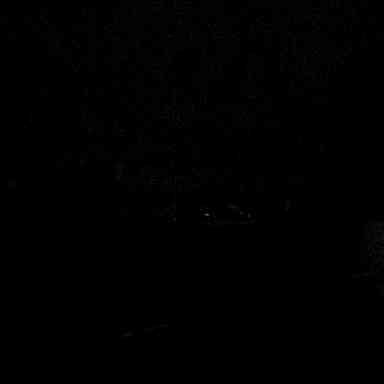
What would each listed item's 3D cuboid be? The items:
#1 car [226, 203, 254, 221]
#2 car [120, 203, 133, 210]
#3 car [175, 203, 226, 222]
[{"bbox_3d":[3.402,1.773,30.047,1.812,1.442,4.674,1,0,-39],"label":"car"},{"bbox_3d":[-9.934,1.757,46.674,1.812,1.442,4.674,1,0,-38],"label":"car"},{"bbox_3d":[0.275,1.708,28.351,1.837,1.490,4.892,1,0,-39],"label":"car"}]
